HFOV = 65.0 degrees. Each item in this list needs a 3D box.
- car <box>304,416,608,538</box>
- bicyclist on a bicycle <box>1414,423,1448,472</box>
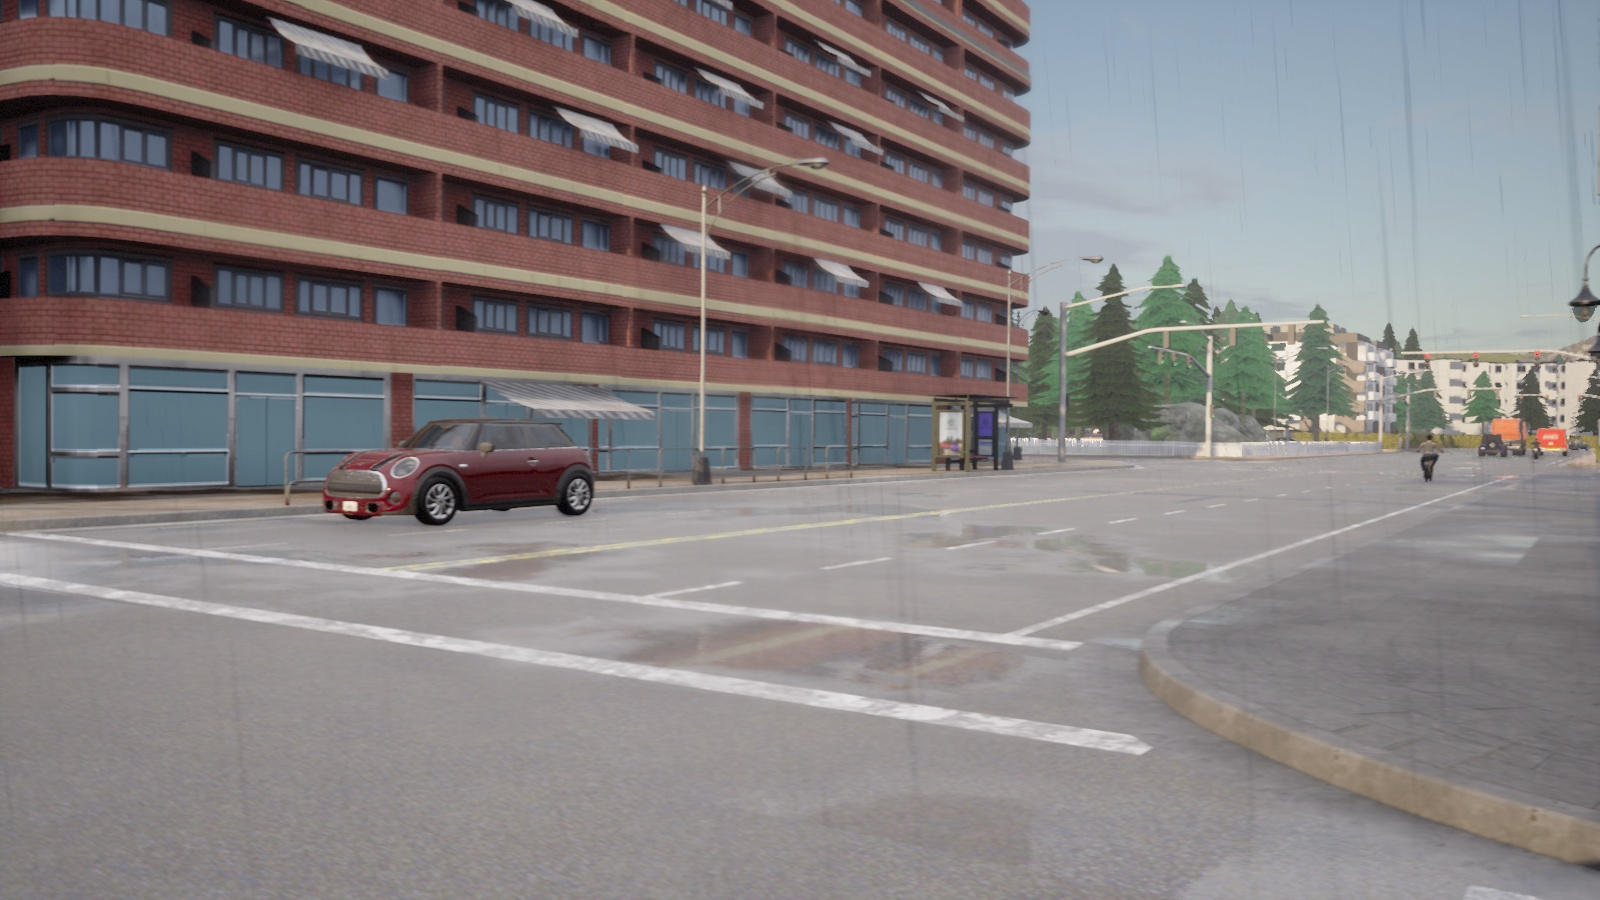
[{"bbox_3d":[-5.505,0.351,20.690,2.097,1.767,4.553,0,1,33],"label":"car"},{"bbox_3d":[21.300,-0.106,42.388,0.866,1.612,1.509,0,1,34],"label":"bicyclist on a bicycle"}]
